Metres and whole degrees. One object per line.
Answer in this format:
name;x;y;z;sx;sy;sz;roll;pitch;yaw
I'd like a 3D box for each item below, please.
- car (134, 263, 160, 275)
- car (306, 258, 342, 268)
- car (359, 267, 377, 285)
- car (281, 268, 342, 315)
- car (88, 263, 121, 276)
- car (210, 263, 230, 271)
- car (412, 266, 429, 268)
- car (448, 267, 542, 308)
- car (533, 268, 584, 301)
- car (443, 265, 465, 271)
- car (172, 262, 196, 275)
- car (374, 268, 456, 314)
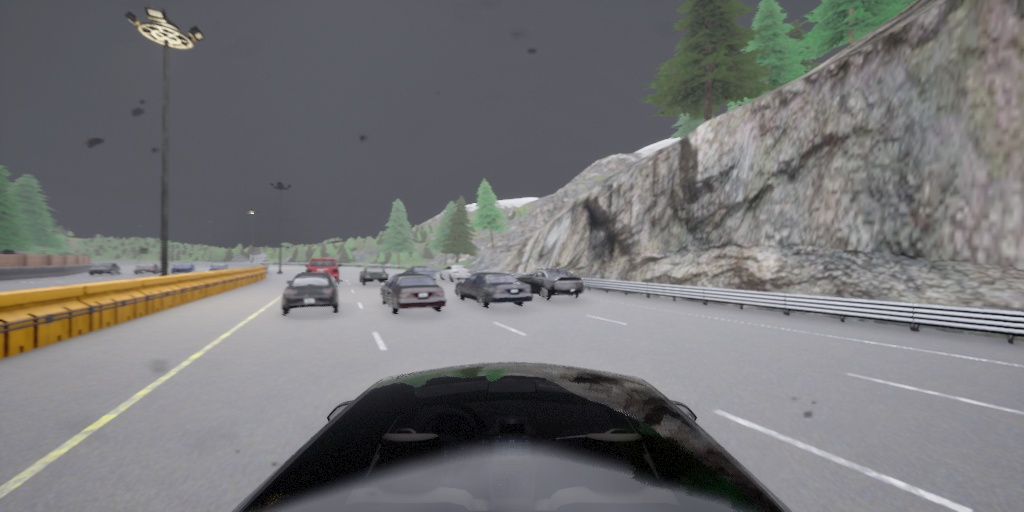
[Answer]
car;-45.613;1.591;44.922;1.812;1.442;4.674;0;0;-36
car;-13.949;1.168;26.554;2.150;2.045;5.566;0;0;-26
car;-11.106;1.565;28.692;1.895;1.301;4.718;0;-1;-26
car;-7.881;1.372;14.276;1.812;1.442;4.674;0;0;-26
car;-48.177;1.545;42.496;1.837;1.490;4.892;1;0;-36
car;-39.645;1.627;48.593;1.812;1.442;4.674;0;-1;-36
car;-7.646;1.522;29.595;2.033;1.411;5.357;0;-1;-26
car;-1.003;1.417;16.117;2.033;1.411;5.357;0;-1;-26
car;1.713;1.385;18.551;2.128;1.511;4.902;0;0;-26
car;-5.112;1.525;32.358;1.812;1.442;4.674;0;0;-26
car;-42.278;1.557;46.269;1.882;1.535;5.008;0;-1;-36
car;-4.144;1.401;14.573;2.033;1.411;5.357;0;-1;-26
